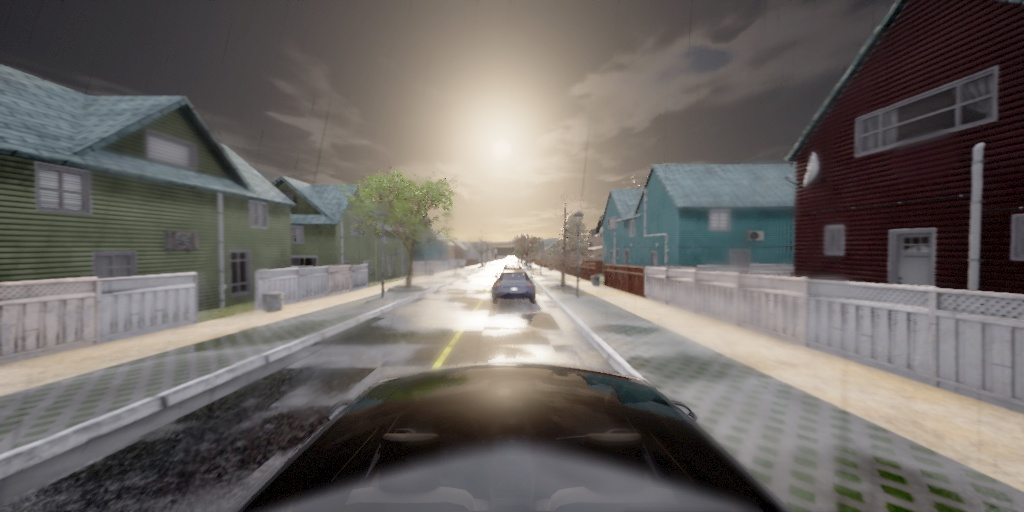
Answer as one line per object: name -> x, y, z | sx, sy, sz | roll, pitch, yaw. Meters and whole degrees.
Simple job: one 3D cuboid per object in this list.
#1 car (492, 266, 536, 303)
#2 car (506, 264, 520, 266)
car -> 0.094, 1.374, 17.132 | 1.994, 1.385, 4.181 | 0, 0, 0
car -> 0.085, 1.483, 35.328 | 1.895, 1.301, 4.718 | 0, 0, 0
